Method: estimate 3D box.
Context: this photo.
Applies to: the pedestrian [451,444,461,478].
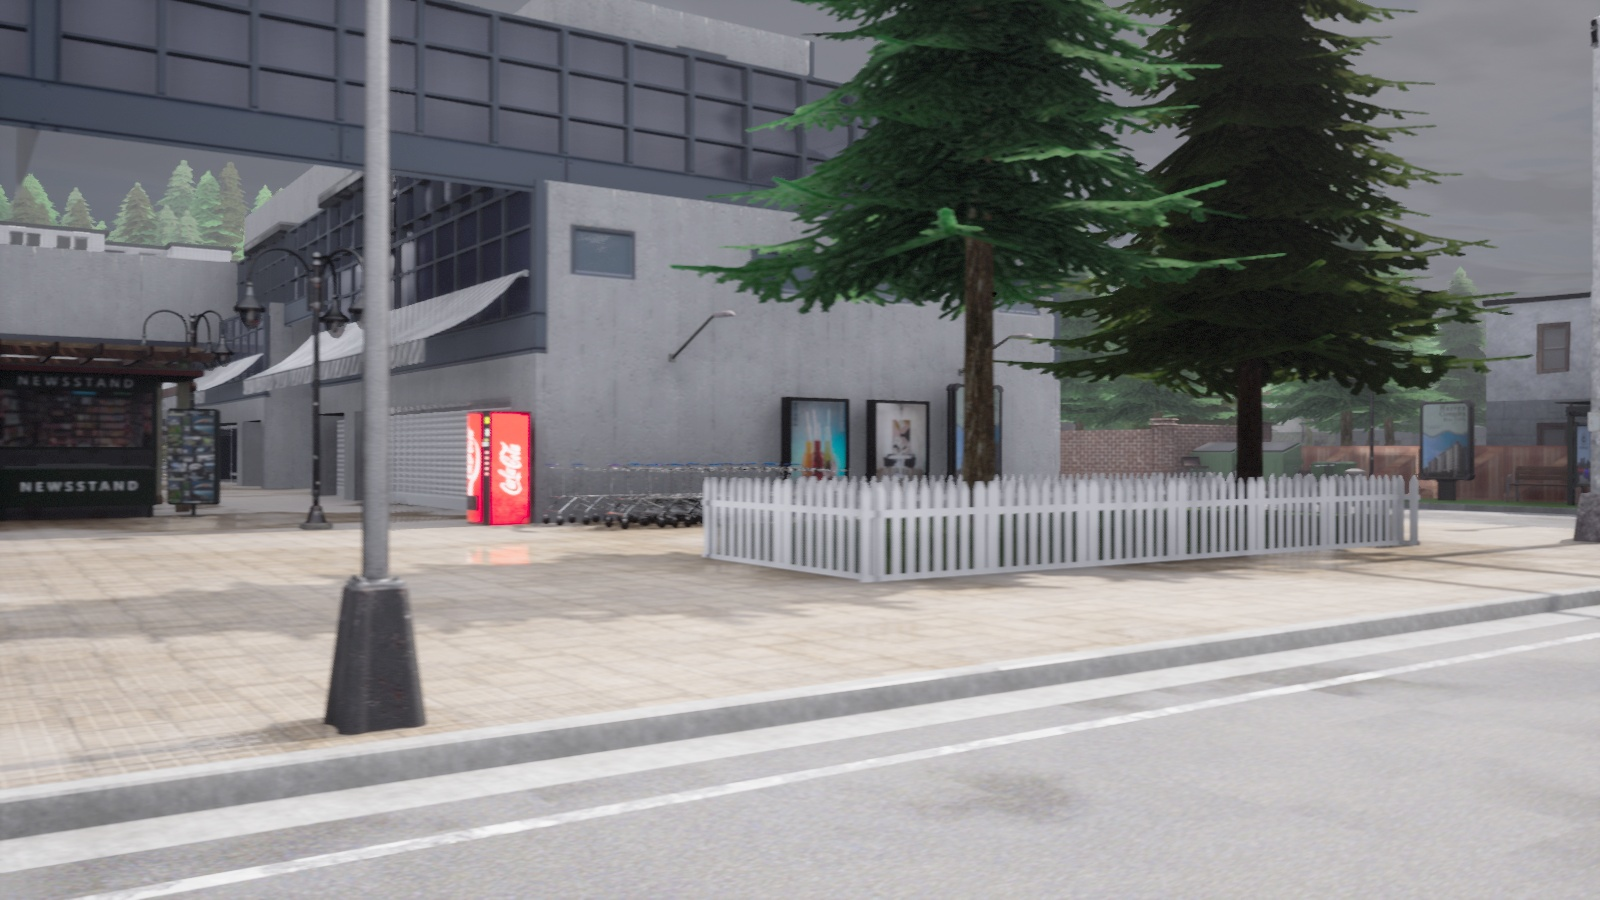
[{"bbox_3d":[-18.830,0.582,68.755,0.345,1.836,0.594,0,0,-37],"label":"pedestrian"}]
